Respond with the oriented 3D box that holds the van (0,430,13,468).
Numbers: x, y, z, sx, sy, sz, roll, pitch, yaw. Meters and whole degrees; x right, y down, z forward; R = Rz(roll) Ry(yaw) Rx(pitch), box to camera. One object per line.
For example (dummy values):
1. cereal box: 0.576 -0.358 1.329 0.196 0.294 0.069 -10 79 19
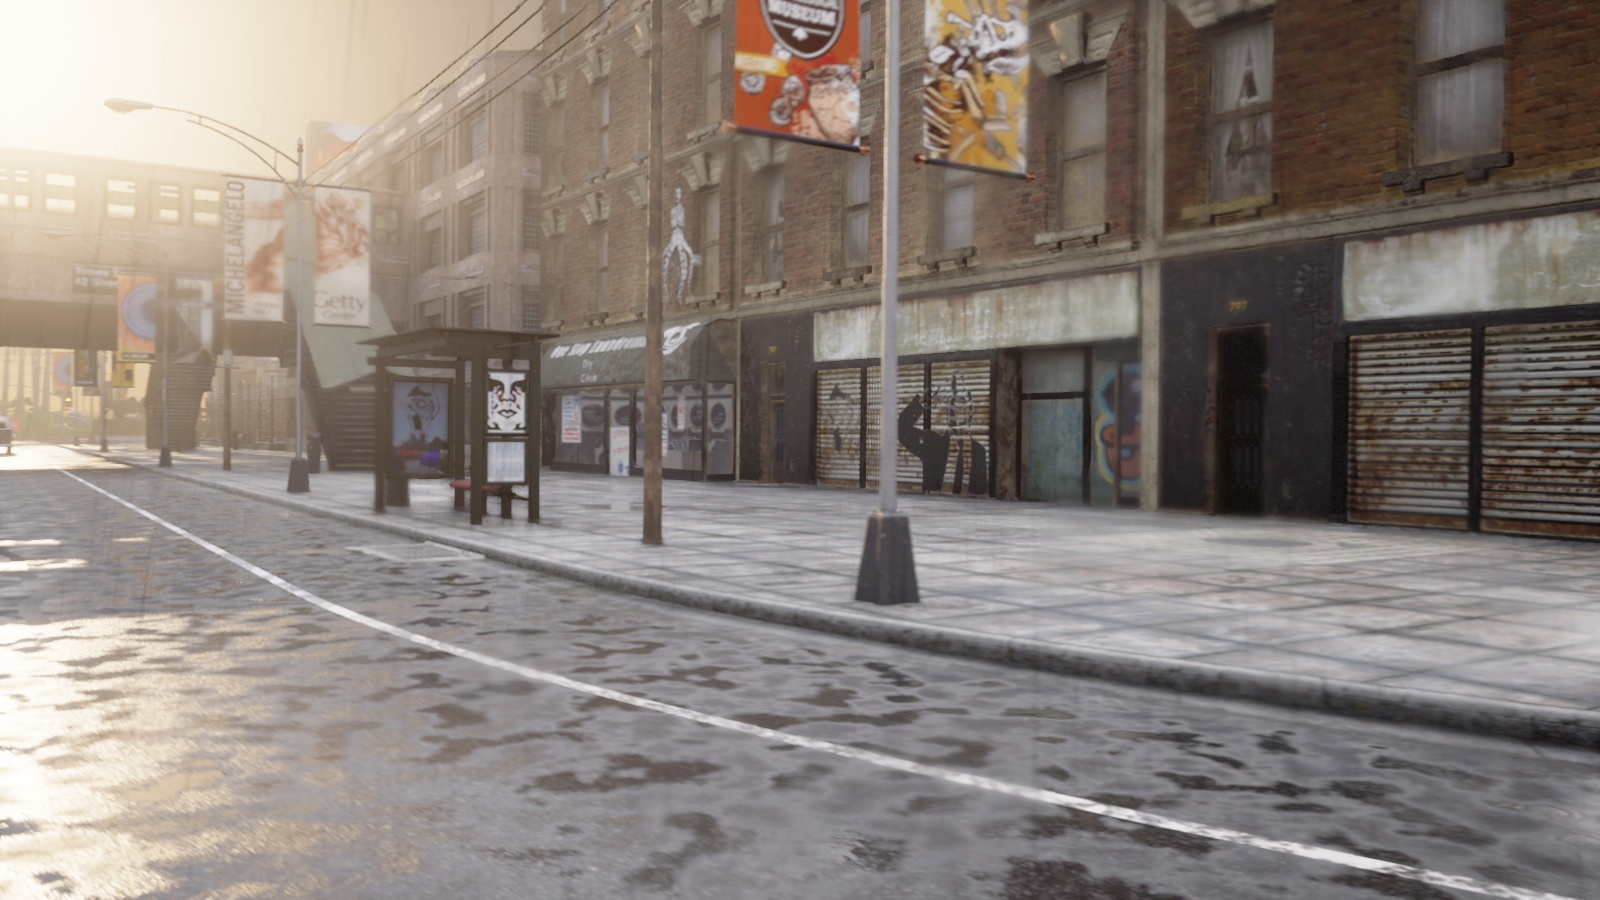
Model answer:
1. van: -44.861 -0.046 69.523 2.069 2.038 4.480 -1 1 -33
